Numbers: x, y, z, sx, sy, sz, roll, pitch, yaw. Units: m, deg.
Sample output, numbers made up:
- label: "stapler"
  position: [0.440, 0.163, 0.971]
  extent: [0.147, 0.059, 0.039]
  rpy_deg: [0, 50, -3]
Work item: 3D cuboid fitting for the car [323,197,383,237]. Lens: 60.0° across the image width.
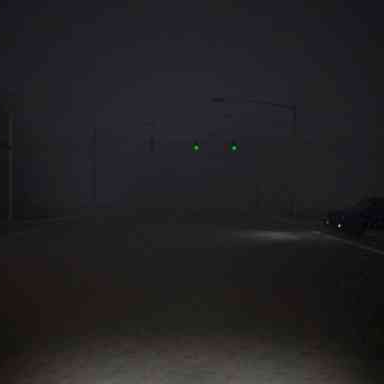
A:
- label: "car"
  position: [10.075, 1.287, 17.873]
  extent: [5.566, 2.045, 2.150]
  rpy_deg: [0, 0, 1]
